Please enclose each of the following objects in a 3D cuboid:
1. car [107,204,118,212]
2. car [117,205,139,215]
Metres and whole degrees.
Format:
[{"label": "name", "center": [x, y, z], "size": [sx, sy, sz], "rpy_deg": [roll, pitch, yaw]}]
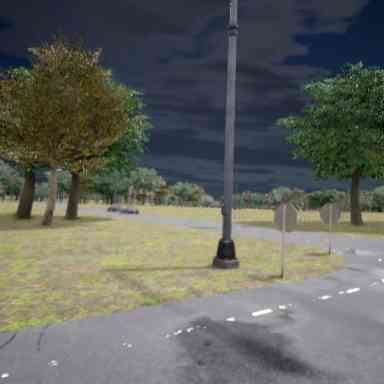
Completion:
[{"label": "car", "center": [-14.458, 3.062, 62.774], "size": [2.128, 1.511, 4.902], "rpy_deg": [4, -2, -34]}, {"label": "car", "center": [-10.607, 3.104, 57.026], "size": [1.994, 1.385, 4.181], "rpy_deg": [4, -3, -33]}]
